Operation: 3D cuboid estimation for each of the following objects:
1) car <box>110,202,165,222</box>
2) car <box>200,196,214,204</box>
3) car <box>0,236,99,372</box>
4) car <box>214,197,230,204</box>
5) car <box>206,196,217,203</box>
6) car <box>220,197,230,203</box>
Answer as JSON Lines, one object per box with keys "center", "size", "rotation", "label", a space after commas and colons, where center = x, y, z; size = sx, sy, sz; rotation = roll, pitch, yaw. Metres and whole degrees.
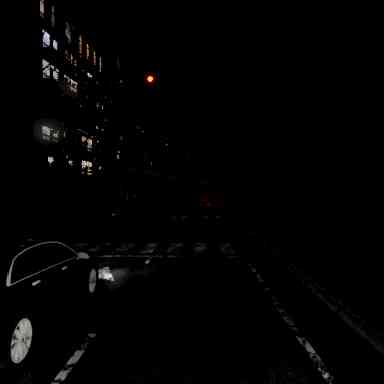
{"center": [-4.359, 1.567, 27.099], "size": [4.674, 1.442, 1.812], "rotation": [0, 1, -42], "label": "car"}
{"center": [3.008, 1.590, 69.455], "size": [2.097, 1.767, 4.553], "rotation": [0, 0, 9], "label": "car"}
{"center": [-3.046, 1.507, 5.649], "size": [1.837, 1.490, 4.892], "rotation": [0, 0, 1], "label": "car"}
{"center": [6.198, 1.742, 68.851], "size": [1.837, 1.490, 4.892], "rotation": [0, 0, 10], "label": "car"}
{"center": [4.633, 1.804, 79.076], "size": [1.837, 1.490, 4.892], "rotation": [0, 0, 11], "label": "car"}
{"center": [7.868, 1.857, 78.678], "size": [1.994, 1.385, 4.181], "rotation": [0, 0, 12], "label": "car"}
